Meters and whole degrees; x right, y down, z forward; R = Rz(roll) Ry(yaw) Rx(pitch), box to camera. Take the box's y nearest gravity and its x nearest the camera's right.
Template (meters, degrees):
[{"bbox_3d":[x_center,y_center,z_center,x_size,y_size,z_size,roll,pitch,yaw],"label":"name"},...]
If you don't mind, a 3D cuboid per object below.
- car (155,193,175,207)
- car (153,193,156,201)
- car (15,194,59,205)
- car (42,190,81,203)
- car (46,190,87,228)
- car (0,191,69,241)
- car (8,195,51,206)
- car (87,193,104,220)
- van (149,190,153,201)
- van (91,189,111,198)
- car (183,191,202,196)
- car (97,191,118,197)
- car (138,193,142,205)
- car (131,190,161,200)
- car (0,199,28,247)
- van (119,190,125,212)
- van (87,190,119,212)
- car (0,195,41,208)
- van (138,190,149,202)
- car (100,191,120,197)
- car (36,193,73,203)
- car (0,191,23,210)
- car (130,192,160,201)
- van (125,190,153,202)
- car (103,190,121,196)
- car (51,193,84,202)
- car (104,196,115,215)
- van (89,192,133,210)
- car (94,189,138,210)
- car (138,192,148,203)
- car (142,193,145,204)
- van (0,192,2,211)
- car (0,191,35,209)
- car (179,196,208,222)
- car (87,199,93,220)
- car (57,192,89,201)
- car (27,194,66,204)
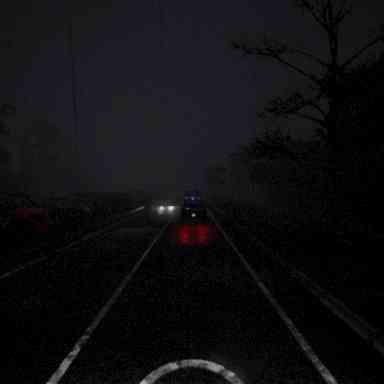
[{"bbox_3d":[-3.312,1.165,43.830,1.994,1.385,4.181,0,1,0],"label":"car"},{"bbox_3d":[-8.936,0.976,54.133,5.008,1.535,2.097,0,1,0],"label":"car"},{"bbox_3d":[-22.200,1.065,47.809,5.366,1.575,1.946,0,1,0],"label":"car"},{"bbox_3d":[-21.994,0.695,56.134,5.566,2.045,2.435,0,1,0],"label":"car"},{"bbox_3d":[-8.883,1.085,17.680,5.566,2.045,2.435,0,0,0],"label":"car"},{"bbox_3d":[-8.880,1.107,14.877,5.566,2.045,2.435,0,0,0],"label":"car"},{"bbox_3d":[-21.984,1.136,45.038,4.792,1.488,2.163,0,1,0],"label":"car"},{"bbox_3d":[-8.947,1.167,23.288,4.553,1.767,2.185,0,0,0],"label":"car"},{"bbox_3d":[-8.822,0.793,51.322,4.442,1.987,1.878,0,1,0],"label":"van"},{"bbox_3d":[-22.160,0.331,81.111,4.442,1.987,1.878,0,1,0],"label":"van"},{"bbox_3d":[0.112,0.846,41.691,2.150,2.045,5.566,0,0,1],"label":"car"},{"bbox_3d":[-22.043,0.471,86.666,5.008,1.535,2.097,0,1,0],"label":"car"},{"bbox_3d":[-8.936,1.157,40.111,4.892,1.521,2.231,0,1,0],"label":"car"},{"bbox_3d":[-8.922,0.550,65.341,5.566,2.045,2.435,0,1,0],"label":"car"},{"bbox_3d":[-8.875,1.254,12.075,4.553,1.767,2.185,0,0,0],"label":"car"},{"bbox_3d":[-9.039,1.002,31.696,4.442,1.987,1.878,0,0,0],"label":"van"},{"bbox_3d":[-9.037,1.024,28.893,4.442,1.987,1.878,0,0,0],"label":"van"},{"bbox_3d":[-22.040,1.165,42.255,4.792,1.488,2.163,0,1,0],"label":"car"},{"bbox_3d":[-9.053,0.831,48.521,4.442,1.987,1.878,0,1,0],"label":"van"},{"bbox_3d":[-22.048,0.469,89.442,4.674,1.452,2.002,0,1,0],"label":"car"},{"bbox_3d":[-22.014,0.990,53.364,4.892,1.521,2.231,0,1,0],"label":"car"},{"bbox_3d":[-22.035,0.939,36.701,5.566,2.045,2.435,0,0,0],"label":"car"},{"bbox_3d":[-8.763,0.842,62.541,5.366,1.575,1.946,0,1,0],"label":"car"},{"bbox_3d":[-9.060,0.707,56.932,4.442,1.987,1.878,0,1,0],"label":"van"},{"bbox_3d":[-22.084,0.261,92.214,4.553,1.767,2.185,0,1,0],"label":"car"},{"bbox_3d":[-22.030,0.903,58.913,5.008,1.535,2.097,0,1,0],"label":"car"},{"bbox_3d":[-8.912,1.272,26.092,4.892,1.521,2.231,0,0,0],"label":"car"},{"bbox_3d":[-9.044,0.959,37.301,4.442,1.987,1.878,0,1,0],"label":"van"},{"bbox_3d":[-8.897,0.955,34.500,5.566,2.045,2.435,0,0,0],"label":"car"},{"bbox_3d":[-8.964,1.125,45.722,4.792,1.488,2.163,0,1,0],"label":"car"},{"bbox_3d":[-8.929,1.168,42.914,4.674,1.452,2.002,0,1,0],"label":"car"},{"bbox_3d":[-22.121,0.986,33.924,4.442,1.987,1.878,0,0,0],"label":"van"},{"bbox_3d":[-21.980,0.913,39.477,5.566,2.045,2.435,0,1,0],"label":"car"},{"bbox_3d":[0.113,1.294,24.307,2.128,1.511,4.902,0,0,0],"label":"car"},{"bbox_3d":[-8.911,1.355,20.486,4.674,1.452,2.002,0,0,0],"label":"car"},{"bbox_3d":[-22.033,0.859,61.689,5.008,1.535,2.097,0,1,0],"label":"car"},{"bbox_3d":[-22.013,1.030,50.586,5.008,1.535,2.097,0,1,0],"label":"car"}]
